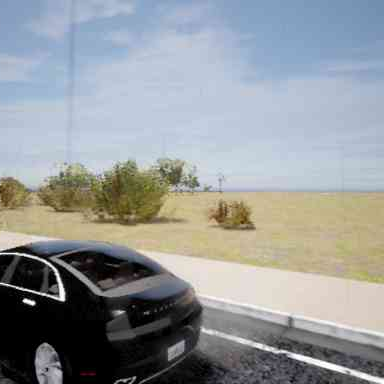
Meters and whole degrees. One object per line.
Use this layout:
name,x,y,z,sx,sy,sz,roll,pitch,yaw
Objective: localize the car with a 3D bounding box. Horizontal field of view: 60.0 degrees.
car,-2.147,1.503,5.092,4.892,1.490,1.837,0,0,35
